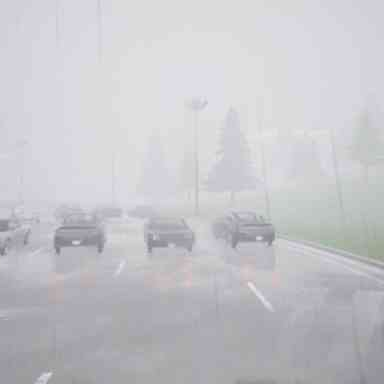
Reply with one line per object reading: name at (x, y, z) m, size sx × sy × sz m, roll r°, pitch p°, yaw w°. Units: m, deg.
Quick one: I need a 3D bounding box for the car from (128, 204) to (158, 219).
car at (-4.969, 1.943, 33.511) m, size 1.994 × 1.385 × 4.181 m, roll 0°, pitch -1°, yaw -32°

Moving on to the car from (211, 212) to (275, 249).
car at (2.238, 1.668, 15.671) m, size 2.128 × 1.511 × 4.902 m, roll 0°, pitch -1°, yaw -11°

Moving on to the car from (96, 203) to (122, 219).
car at (-8.472, 1.846, 32.487) m, size 1.882 × 1.535 × 5.008 m, roll 1°, pitch -1°, yaw -32°

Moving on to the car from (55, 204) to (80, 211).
car at (-11.128, 1.837, 30.051) m, size 2.128 × 1.511 × 4.902 m, roll 0°, pitch -1°, yaw -33°

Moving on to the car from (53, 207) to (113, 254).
car at (-4.722, 1.659, 14.510) m, size 2.128 × 1.511 × 4.902 m, roll 0°, pitch -1°, yaw -12°

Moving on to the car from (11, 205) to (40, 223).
car at (-14.372, 1.855, 28.600) m, size 1.812 × 1.442 × 4.674 m, roll 0°, pitch -1°, yaw -34°

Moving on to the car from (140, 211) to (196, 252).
car at (-1.162, 1.769, 14.853) m, size 1.895 × 1.301 × 4.718 m, roll 0°, pitch -1°, yaw -10°

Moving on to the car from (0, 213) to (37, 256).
car at (-8.114, 1.761, 13.698) m, size 1.895 × 1.301 × 4.718 m, roll 0°, pitch -1°, yaw -12°
